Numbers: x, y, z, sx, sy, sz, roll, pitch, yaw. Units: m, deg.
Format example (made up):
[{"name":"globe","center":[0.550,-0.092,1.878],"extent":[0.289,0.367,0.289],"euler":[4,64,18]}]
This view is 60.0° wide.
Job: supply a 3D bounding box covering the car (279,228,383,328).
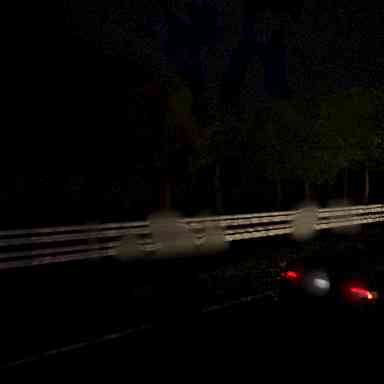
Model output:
[{"name":"car","center":[4.106,1.467,6.719],"extent":[5.357,1.411,2.033],"euler":[-1,0,-35]}]
